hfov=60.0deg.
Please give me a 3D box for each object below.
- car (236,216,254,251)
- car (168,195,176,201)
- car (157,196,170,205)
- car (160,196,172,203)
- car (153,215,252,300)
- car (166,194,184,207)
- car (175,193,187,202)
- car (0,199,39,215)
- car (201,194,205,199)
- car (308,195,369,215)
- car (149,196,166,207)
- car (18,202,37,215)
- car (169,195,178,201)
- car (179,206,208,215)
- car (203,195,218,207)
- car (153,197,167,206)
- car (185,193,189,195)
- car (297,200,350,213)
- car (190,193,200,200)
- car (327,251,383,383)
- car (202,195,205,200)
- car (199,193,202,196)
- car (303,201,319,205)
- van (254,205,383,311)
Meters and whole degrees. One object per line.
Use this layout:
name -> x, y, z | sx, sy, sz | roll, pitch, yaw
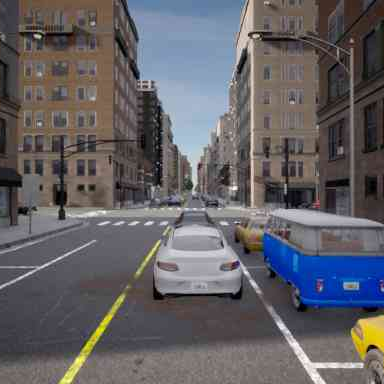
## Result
car -> 2.692, 1.527, 13.288 | 1.752, 1.417, 4.829 | 1, 0, 0
car -> -5.010, 1.526, 83.900 | 1.752, 1.417, 4.829 | 1, 0, 1
car -> -5.318, 1.556, 61.954 | 2.008, 1.369, 4.403 | 1, 0, 1
car -> -5.240, 1.549, 67.483 | 1.887, 1.381, 4.507 | 1, 0, 1
car -> 0.086, 1.527, 8.293 | 1.812, 1.442, 4.674 | 0, 0, -1
car -> -2.693, 1.483, 52.224 | 1.882, 1.535, 5.008 | 0, 0, 1
car -> -2.533, 1.482, 61.884 | 1.882, 1.535, 5.008 | 0, 0, 1
car -> -18.055, 1.411, 32.354 | 5.357, 1.411, 2.033 | 0, -1, 0
car -> 3.207, 1.555, 61.842 | 2.008, 1.369, 4.403 | 1, 0, 1
car -> 15.599, 1.356, 35.539 | 5.566, 2.045, 2.150 | 0, -1, 0
car -> -5.473, 1.588, 50.897 | 1.802, 1.307, 4.206 | 1, 0, 1
car -> -16.514, 1.444, 29.087 | 4.718, 1.301, 1.895 | 0, -1, 1
car -> -4.931, 1.565, 89.598 | 1.947, 1.339, 4.313 | 1, 0, 1
car -> 0.110, 1.566, 15.629 | 1.994, 1.385, 4.181 | 0, 0, 0
car -> 3.052, 1.570, 50.782 | 1.947, 1.339, 4.313 | 1, 0, 1
car -> -5.395, 1.571, 56.426 | 1.947, 1.339, 4.313 | 1, 0, 1
car -> -2.326, 1.359, 72.011 | 2.097, 1.767, 4.553 | 0, 0, 1
car -> 15.247, 1.712, 38.787 | 5.357, 1.411, 2.033 | 0, -1, 0
car -> 0.951, 1.523, 91.829 | 1.812, 1.442, 4.674 | 0, 0, 1
car -> 2.678, 1.526, 1.941 | 1.752, 1.417, 4.829 | 1, 0, 0
car -> 3.130, 1.549, 56.312 | 1.887, 1.381, 4.507 | 1, 0, 1
car -> 3.594, 1.549, 89.493 | 2.008, 1.369, 4.403 | 1, 0, 1
car -> 10.863, 1.637, 28.869 | 4.718, 1.301, 1.895 | 0, -1, 0
van -> 2.686, 1.342, 7.445 | 1.690, 1.788, 3.998 | 1, 0, 0
